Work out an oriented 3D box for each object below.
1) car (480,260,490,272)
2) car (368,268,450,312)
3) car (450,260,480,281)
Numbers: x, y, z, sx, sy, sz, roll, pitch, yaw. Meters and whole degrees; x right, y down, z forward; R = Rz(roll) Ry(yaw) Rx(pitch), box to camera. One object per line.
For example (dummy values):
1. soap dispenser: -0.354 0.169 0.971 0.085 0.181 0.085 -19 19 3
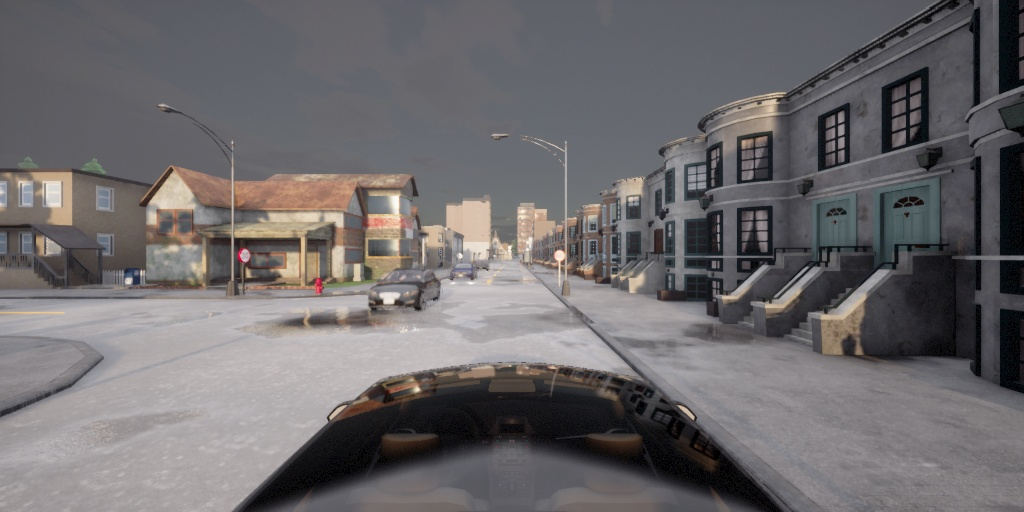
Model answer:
1. car: -3.958 1.254 47.502 1.837 1.490 4.892 0 0 0
2. car: -4.072 1.243 14.332 2.128 1.511 4.902 0 0 0
3. car: -4.024 1.276 30.460 1.812 1.442 4.674 0 0 0
